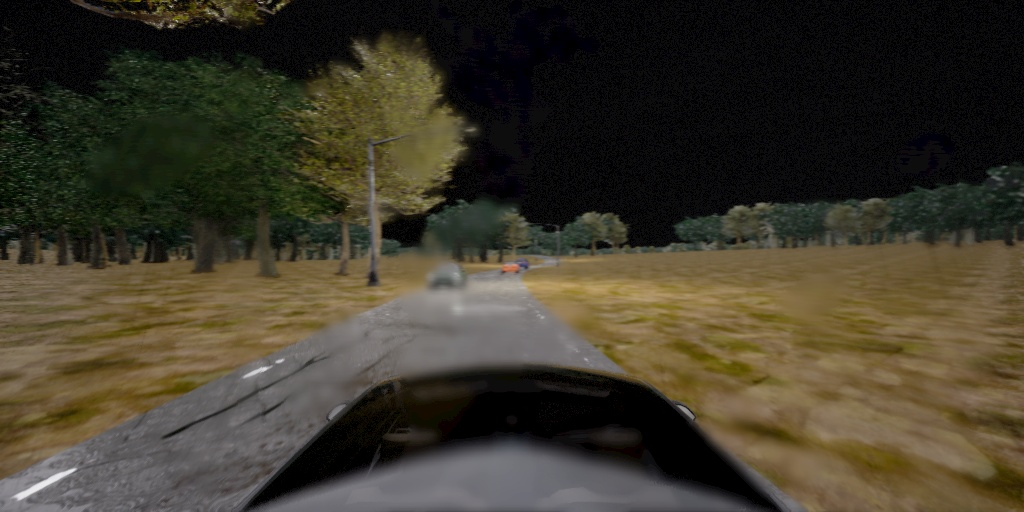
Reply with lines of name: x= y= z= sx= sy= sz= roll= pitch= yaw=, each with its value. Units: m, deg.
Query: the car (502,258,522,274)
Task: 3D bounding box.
car: x=-0.105 y=1.432 z=48.959 sx=2.097 sy=1.767 sz=4.553 roll=-1 pitch=-1 yaw=4

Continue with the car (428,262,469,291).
car: x=-4.070 y=1.272 z=23.352 sx=2.097 sy=1.767 sz=4.553 roll=-1 pitch=0 yaw=-1
